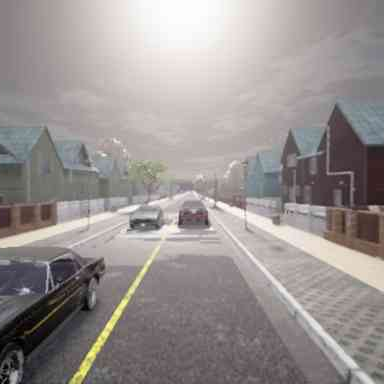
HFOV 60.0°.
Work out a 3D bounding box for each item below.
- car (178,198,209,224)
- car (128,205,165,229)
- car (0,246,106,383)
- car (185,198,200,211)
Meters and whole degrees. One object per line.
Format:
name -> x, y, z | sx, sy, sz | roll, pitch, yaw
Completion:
car -> 0.103, 1.362, 24.658 | 2.097, 1.767, 4.553 | 0, 0, 0
car -> -2.849, 1.556, 22.108 | 2.033, 1.411, 5.357 | 0, 0, 0
car -> -2.810, 1.602, 5.043 | 1.895, 1.301, 4.718 | 0, 0, 0
car -> 0.104, 1.530, 42.745 | 1.837, 1.490, 4.892 | 0, 0, 0
